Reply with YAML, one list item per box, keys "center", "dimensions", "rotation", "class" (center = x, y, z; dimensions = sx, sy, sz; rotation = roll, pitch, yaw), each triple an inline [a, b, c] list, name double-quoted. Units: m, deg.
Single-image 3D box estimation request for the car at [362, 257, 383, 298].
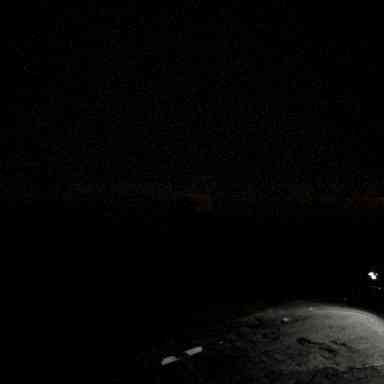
- center: [5.915, 1.480, 7.246]
  dimensions: [5.357, 1.411, 2.033]
  rotation: [-1, 0, -35]
  class: "car"
